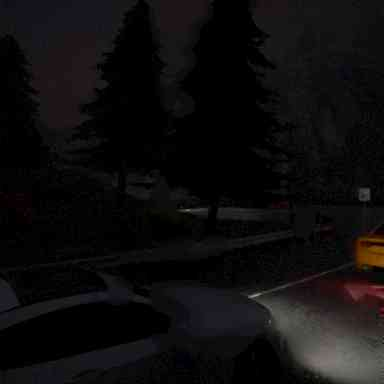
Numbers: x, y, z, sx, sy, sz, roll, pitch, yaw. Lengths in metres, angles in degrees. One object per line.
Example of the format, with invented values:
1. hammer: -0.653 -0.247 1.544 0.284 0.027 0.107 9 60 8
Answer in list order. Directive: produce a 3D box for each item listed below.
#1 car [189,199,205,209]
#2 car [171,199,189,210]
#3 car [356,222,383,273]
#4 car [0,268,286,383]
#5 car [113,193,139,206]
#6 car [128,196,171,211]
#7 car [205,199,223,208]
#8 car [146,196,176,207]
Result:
1. car: -1.281 1.633 47.375 5.357 1.411 2.033 0 0 38
2. car: -3.436 1.619 44.617 5.357 1.411 2.033 0 0 38
3. car: 6.579 1.524 9.786 5.008 1.535 1.882 0 0 -43
4. car: -1.076 1.531 3.296 4.674 1.442 1.812 0 0 -36
5. car: -9.666 1.248 53.941 5.566 2.045 2.150 1 0 38
6. car: -5.361 1.564 41.685 4.892 1.490 1.837 0 0 38
7. car: 2.161 1.709 49.139 4.718 1.301 1.895 0 0 38
8. car: -5.087 1.539 54.798 5.008 1.535 1.882 0 0 38
